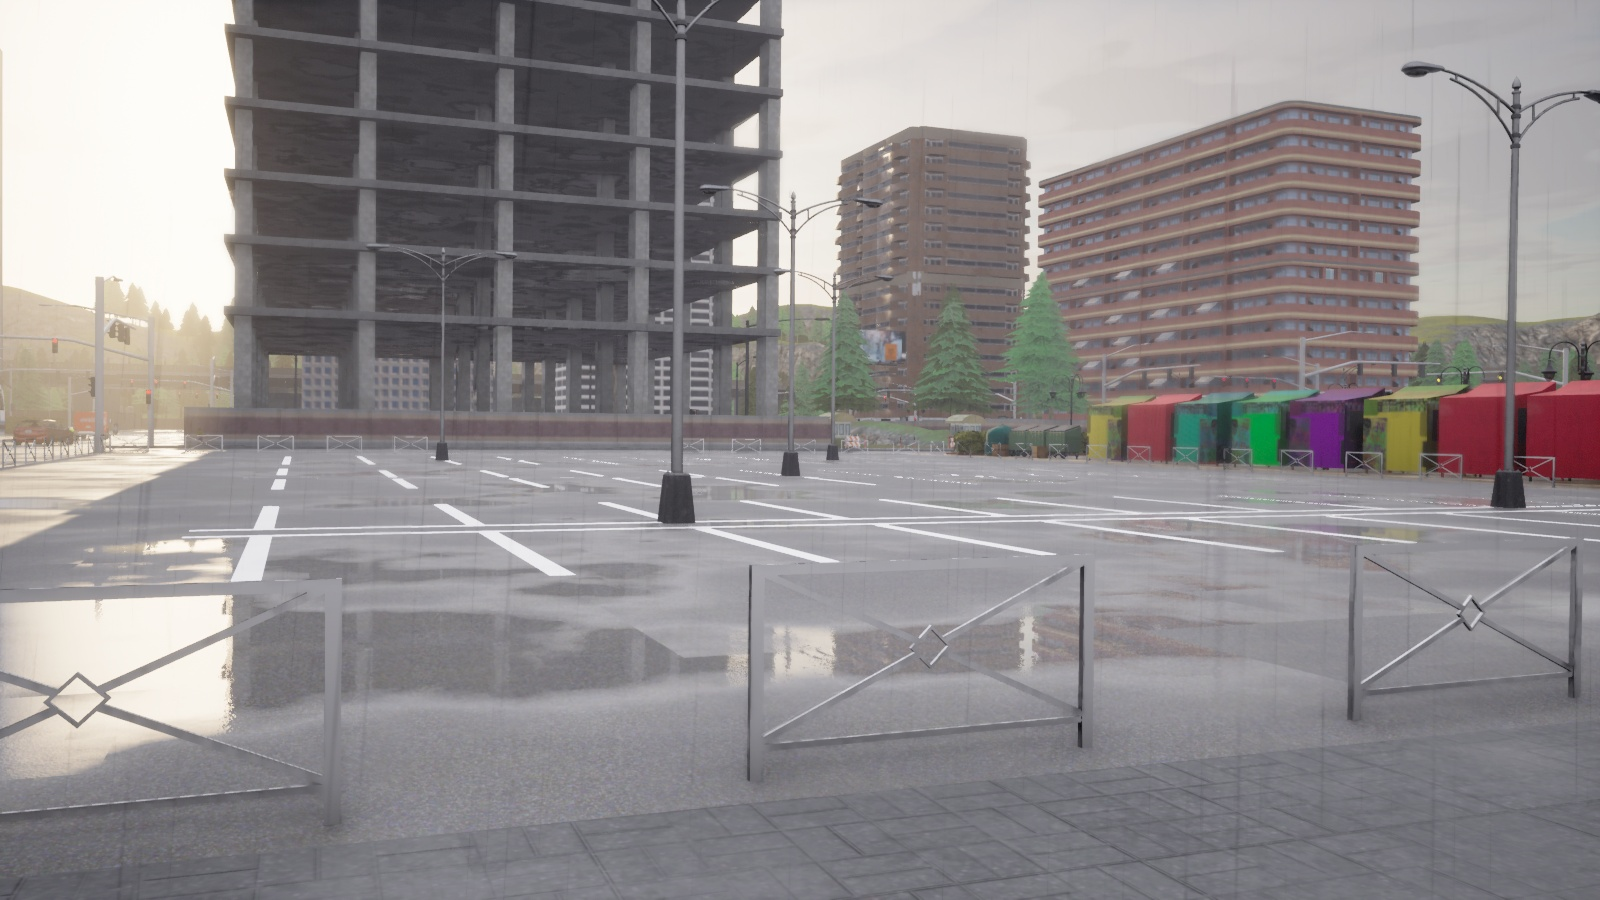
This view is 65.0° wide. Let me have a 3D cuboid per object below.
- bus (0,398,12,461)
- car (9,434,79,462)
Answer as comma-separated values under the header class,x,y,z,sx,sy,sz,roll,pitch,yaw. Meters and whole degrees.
class,x,y,z,sx,sy,sz,roll,pitch,yaw
bus,-54.720,-1.317,81.763,3.944,4.253,10.273,-1,1,-22
car,-48.900,-0.153,81.337,2.242,1.667,4.611,-1,1,-8
